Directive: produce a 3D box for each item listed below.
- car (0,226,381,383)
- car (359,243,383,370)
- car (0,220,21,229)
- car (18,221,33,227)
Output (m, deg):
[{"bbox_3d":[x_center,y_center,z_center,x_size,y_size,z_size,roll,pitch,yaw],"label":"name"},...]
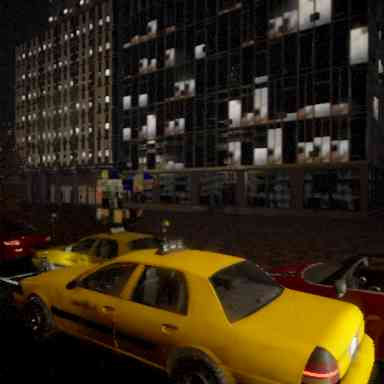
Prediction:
[{"bbox_3d":[-0.526,1.460,4.720,5.366,1.575,1.801,0,0,36],"label":"car"},{"bbox_3d":[2.643,1.450,4.662,4.097,1.590,1.967,0,0,36],"label":"car"},{"bbox_3d":[-6.344,1.579,11.098,4.206,1.307,1.802,0,0,36],"label":"car"},{"bbox_3d":[-1.988,1.528,7.979,4.829,1.417,1.752,0,0,36],"label":"car"}]
